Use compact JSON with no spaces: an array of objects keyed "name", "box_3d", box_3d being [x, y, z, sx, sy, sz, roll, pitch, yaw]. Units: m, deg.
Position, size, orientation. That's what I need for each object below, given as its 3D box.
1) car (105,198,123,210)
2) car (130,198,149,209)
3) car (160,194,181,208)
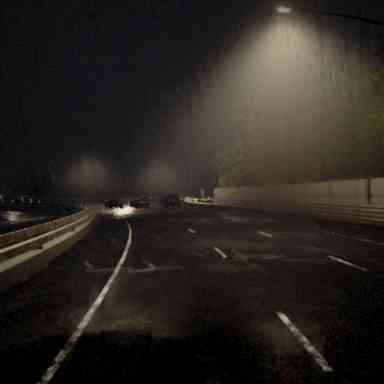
[{"name":"car","box_3d":[-11.021,1.676,46.759,1.837,1.490,4.892,-1,0,-25]},{"name":"car","box_3d":[-7.573,1.622,47.671,2.128,1.511,4.902,-1,0,-25]},{"name":"car","box_3d":[-3.229,1.302,48.789,2.150,2.045,5.566,-1,0,-16]}]
